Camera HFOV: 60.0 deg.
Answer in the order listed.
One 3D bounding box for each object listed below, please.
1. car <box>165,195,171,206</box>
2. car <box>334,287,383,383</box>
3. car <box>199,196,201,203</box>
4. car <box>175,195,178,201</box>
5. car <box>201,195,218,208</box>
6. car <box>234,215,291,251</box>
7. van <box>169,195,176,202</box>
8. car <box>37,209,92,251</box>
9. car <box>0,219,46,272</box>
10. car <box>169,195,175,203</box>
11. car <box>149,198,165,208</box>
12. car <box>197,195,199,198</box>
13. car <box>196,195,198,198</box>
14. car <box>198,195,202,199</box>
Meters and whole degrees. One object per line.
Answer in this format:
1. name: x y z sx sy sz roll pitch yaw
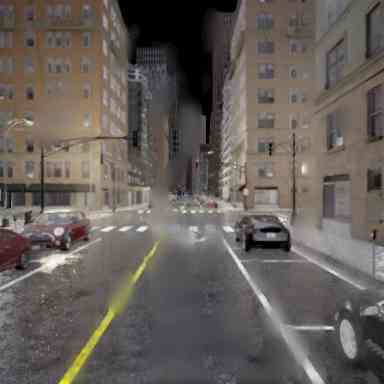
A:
1. car: -5.614 1.793 61.978 2.008 1.369 4.403 0 0 0
2. car: 2.856 1.560 3.056 2.008 1.369 4.403 0 0 0
3. car: 2.911 1.793 61.966 2.008 1.369 4.403 0 0 0
4. car: -5.566 1.724 89.022 2.192 1.841 5.009 0 0 0
5. car: 2.891 1.630 51.149 1.967 1.590 4.097 0 0 0
6. car: 2.857 1.609 14.059 1.947 1.339 4.313 0 0 0
7. van: -5.557 1.790 94.430 1.690 1.788 3.998 0 0 0
8. car: -5.669 1.484 14.060 1.967 1.590 4.097 0 0 0
9. car: -5.669 1.608 8.558 1.802 1.307 4.206 0 0 0
10. car: -5.585 1.860 78.034 1.752 1.417 4.829 0 0 0
11. car: -5.634 1.772 51.162 1.802 1.307 4.206 0 0 0
12. car: 2.949 1.812 83.602 1.967 1.590 4.097 0 0 0
13. car: 2.958 1.724 89.012 2.192 1.841 5.009 0 0 0
14. car: 2.930 1.743 72.784 1.967 1.590 4.097 0 0 0
